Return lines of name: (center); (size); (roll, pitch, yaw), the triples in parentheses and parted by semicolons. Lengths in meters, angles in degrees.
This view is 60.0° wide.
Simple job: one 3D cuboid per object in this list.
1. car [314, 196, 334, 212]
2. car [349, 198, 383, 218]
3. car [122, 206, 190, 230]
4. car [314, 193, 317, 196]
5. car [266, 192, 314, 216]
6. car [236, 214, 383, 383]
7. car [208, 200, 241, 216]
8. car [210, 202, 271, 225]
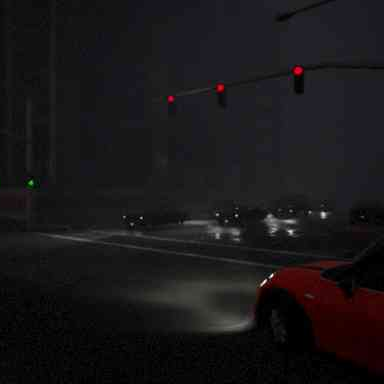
car: (15.221, 1.516, 39.326); (1.812, 1.442, 4.674); (0, 0, 37)
car: (12.604, 1.471, 23.691); (1.882, 1.535, 5.008); (0, 0, 37)
car: (-2.257, 1.598, 21.527); (1.895, 1.301, 4.718); (0, 0, 36)
car: (15.064, 1.342, 44.989); (2.097, 1.767, 4.553); (0, 0, 37)
car: (9.338, 1.215, 31.363); (2.150, 2.045, 5.566); (0, 0, 37)
car: (2.837, 1.350, 3.947); (2.097, 1.767, 4.553); (0, 0, -32)
car: (3.266, 1.487, 29.026); (2.128, 1.511, 4.902); (0, 0, 36)
car: (3.544, 1.597, 23.503); (1.895, 1.301, 4.718); (0, 0, 36)
